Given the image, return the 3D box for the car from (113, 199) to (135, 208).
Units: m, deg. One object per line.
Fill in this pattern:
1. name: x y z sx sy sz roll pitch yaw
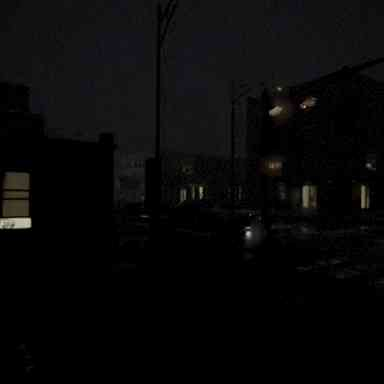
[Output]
1. car: -11.268 1.826 54.634 1.752 1.417 4.829 0 -1 -35

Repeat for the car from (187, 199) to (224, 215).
1. car: 1.418 1.551 36.596 1.967 1.590 4.097 0 -1 -35

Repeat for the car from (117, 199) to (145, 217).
1. car: -5.031 1.601 30.742 1.802 1.307 4.206 0 -1 -35

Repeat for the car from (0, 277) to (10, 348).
1. car: -4.382 1.566 3.417 4.403 1.369 2.008 -1 1 -35

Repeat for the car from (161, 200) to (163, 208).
1. car: -5.470 1.686 36.133 1.895 1.301 4.718 1 -1 -35

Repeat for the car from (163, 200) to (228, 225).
1. car: 0.127 1.488 23.366 1.887 1.381 4.507 0 -1 -35

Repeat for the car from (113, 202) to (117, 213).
1. car: -10.189 1.662 38.119 1.947 1.339 4.313 0 -1 -35

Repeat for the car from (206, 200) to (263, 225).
1. car: 3.161 1.483 23.784 1.812 1.442 4.674 1 -1 -35
